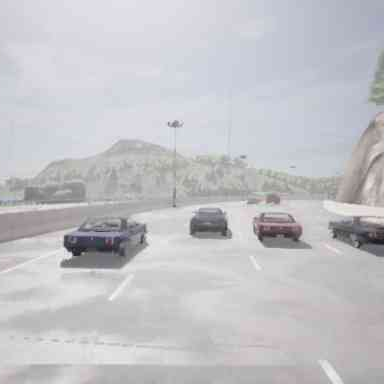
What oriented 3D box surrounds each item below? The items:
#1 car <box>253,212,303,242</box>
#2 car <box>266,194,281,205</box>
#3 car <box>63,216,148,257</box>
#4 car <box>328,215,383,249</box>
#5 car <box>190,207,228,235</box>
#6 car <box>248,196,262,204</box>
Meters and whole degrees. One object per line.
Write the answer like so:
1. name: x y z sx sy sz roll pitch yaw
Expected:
1. car: 4.090 1.633 16.646 1.895 1.301 4.718 1 0 6
2. car: 15.528 1.343 63.132 2.150 2.045 5.566 0 0 23
3. car: -2.982 1.543 12.620 1.895 1.301 4.718 1 0 4
4. car: 7.715 1.684 14.966 1.895 1.301 4.718 1 0 5
5. car: 1.036 1.552 18.827 1.994 1.385 4.181 1 0 7
6. car: 12.022 1.553 63.550 1.882 1.535 5.008 0 0 22
